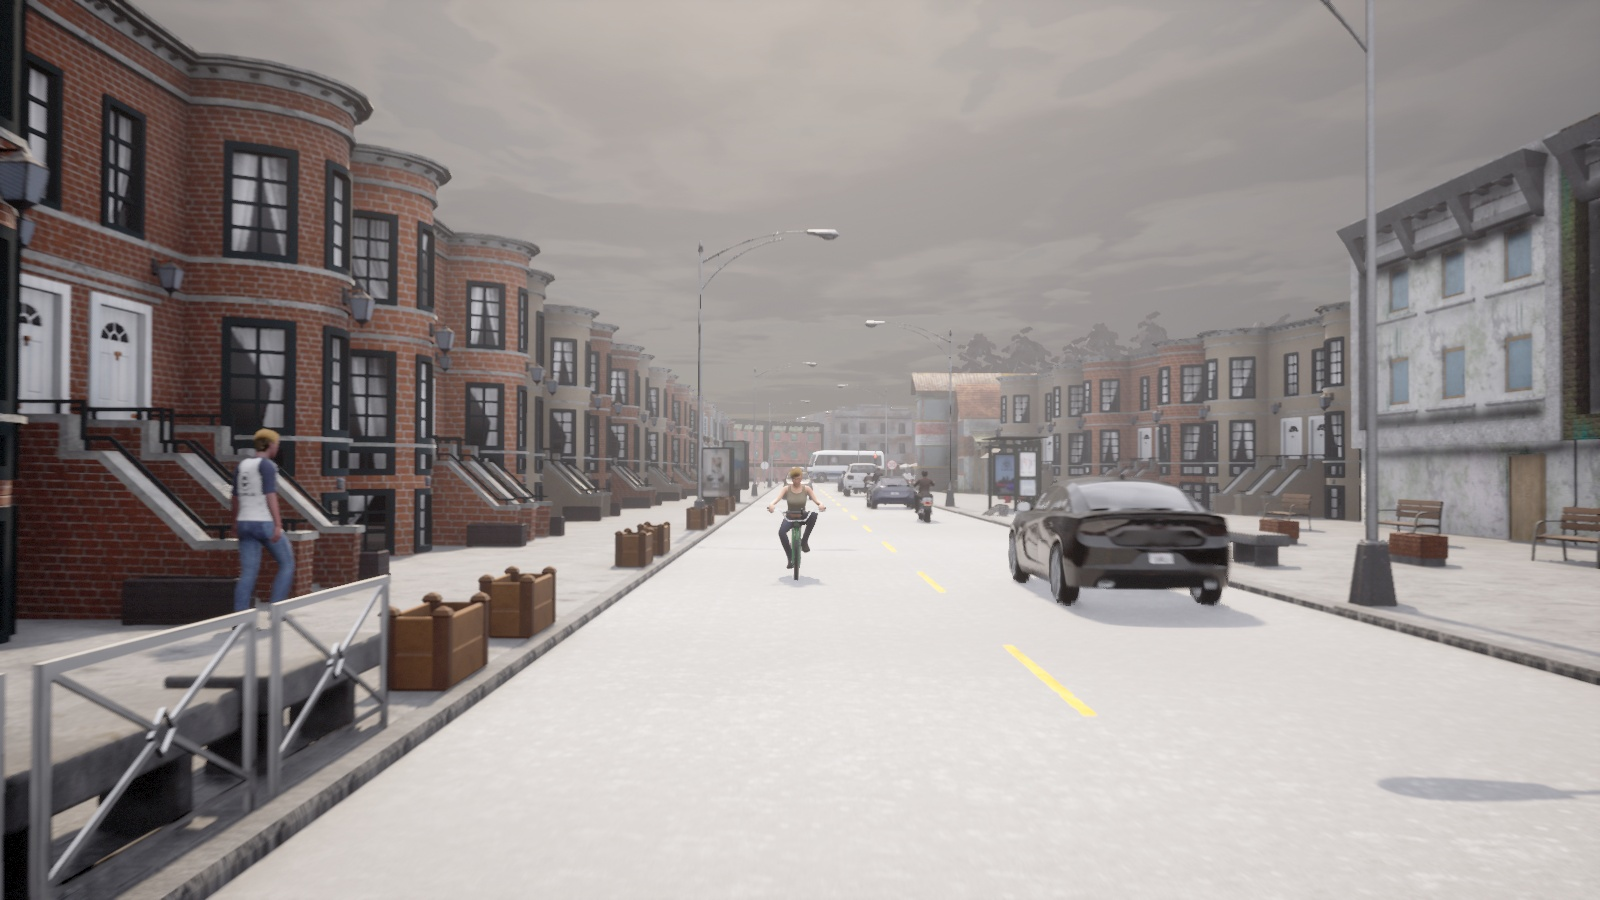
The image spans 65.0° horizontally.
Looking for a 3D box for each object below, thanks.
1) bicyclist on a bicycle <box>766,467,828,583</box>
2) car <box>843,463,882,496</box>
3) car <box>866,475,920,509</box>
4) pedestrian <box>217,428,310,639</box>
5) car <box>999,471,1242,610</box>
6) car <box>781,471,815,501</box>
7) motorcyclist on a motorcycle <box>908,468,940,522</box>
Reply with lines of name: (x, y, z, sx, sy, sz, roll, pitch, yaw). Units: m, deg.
bicyclist on a bicycle: (-0.043, 1.057, 18.265, 0.866, 1.612, 1.509, 0, -1, 0)
car: (3.891, 1.842, 79.081, 2.150, 2.045, 5.566, 0, -1, 0)
car: (3.915, 1.762, 53.726, 1.994, 1.385, 4.181, 0, -1, 0)
pedestrian: (-4.840, 0.734, 11.354, 0.354, 1.836, 0.706, -1, -1, 27)
car: (3.957, 1.052, 16.471, 1.882, 1.535, 5.008, 0, -1, 0)
car: (-0.098, 1.936, 68.263, 1.789, 1.549, 3.705, 0, -1, 0)
motorcyclist on a motorcycle: (3.925, 1.415, 39.846, 0.766, 1.649, 2.350, 0, 0, 0)
